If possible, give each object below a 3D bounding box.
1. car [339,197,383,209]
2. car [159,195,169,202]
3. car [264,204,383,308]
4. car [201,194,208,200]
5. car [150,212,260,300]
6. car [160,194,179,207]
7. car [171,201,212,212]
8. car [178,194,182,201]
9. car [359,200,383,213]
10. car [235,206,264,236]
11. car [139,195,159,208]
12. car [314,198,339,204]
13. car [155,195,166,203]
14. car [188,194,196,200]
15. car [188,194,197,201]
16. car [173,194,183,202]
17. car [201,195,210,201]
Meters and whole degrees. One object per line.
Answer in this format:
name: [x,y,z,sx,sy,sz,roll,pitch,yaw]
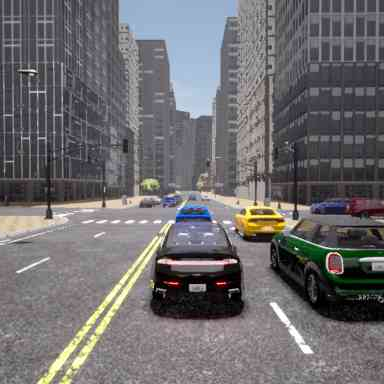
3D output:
car: [16.228,1.519,29.425,5.009,1.841,2.192,1,0,1]
car: [-6.429,1.482,77.996,1.994,1.385,4.181,0,0,0]
car: [3.357,1.348,8.050,2.097,1.767,4.553,0,0,0]
car: [3.334,1.337,90.674,1.895,1.301,4.718,0,0,0]
car: [0.105,1.488,8.338,2.128,1.511,4.902,0,0,0]
car: [-3.294,1.491,49.538,1.812,1.442,4.674,0,0,0]
car: [0.119,1.468,17.843,1.882,1.535,5.008,0,0,1]
car: [-3.272,1.519,58.283,1.994,1.385,4.181,0,0,1]
car: [21.844,1.643,37.706,4.829,1.417,1.752,1,0,1]
car: [3.364,1.469,17.229,1.882,1.535,5.008,0,0,0]
car: [-6.540,1.513,49.110,2.033,1.411,5.357,0,0,0]
car: [14.916,1.451,35.228,4.553,1.767,2.097,1,1,1]
car: [-6.446,1.448,68.018,1.837,1.490,4.892,0,0,0]
car: [0.084,1.267,90.647,2.128,1.511,4.902,0,0,0]
car: [0.075,1.273,80.615,2.097,1.767,4.553,0,0,0]
car: [-3.179,1.286,77.162,2.097,1.767,4.553,0,0,0]
car: [3.325,1.513,80.672,1.895,1.301,4.718,0,0,0]
